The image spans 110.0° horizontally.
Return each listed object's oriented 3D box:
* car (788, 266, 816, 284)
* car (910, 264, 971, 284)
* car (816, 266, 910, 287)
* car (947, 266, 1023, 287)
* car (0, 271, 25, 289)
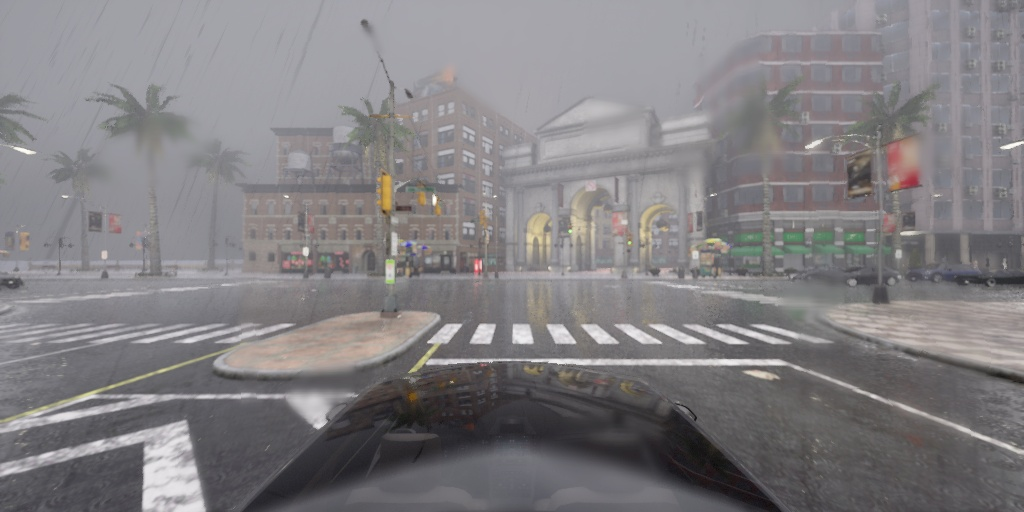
[{"bbox_3d":[26.293,1.579,30.478,4.902,1.511,2.128,0,-1,1],"label":"car"},{"bbox_3d":[36.273,1.436,30.233,4.553,1.767,2.097,0,-1,3],"label":"car"},{"bbox_3d":[26.289,1.551,26.983,4.892,1.490,1.837,0,-1,1],"label":"car"},{"bbox_3d":[36.289,1.645,26.808,4.718,1.301,1.895,0,-1,2],"label":"car"},{"bbox_3d":[-35.720,1.516,23.851,4.892,1.490,1.837,0,-1,1],"label":"car"}]
